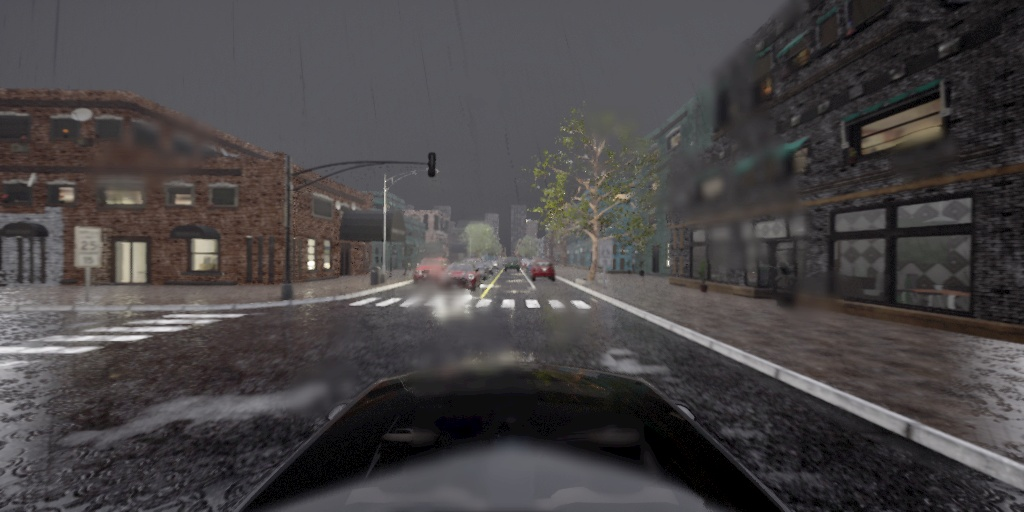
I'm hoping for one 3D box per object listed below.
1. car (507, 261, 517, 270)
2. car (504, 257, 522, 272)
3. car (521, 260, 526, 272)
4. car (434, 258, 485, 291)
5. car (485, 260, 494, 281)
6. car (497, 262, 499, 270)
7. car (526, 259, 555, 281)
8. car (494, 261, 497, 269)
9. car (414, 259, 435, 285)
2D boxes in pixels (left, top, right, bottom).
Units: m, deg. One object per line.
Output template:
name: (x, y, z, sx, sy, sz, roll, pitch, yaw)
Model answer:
car: (-0.003, 1.576, 62.432, 1.812, 1.442, 4.674, 1, 0, 0)
car: (0.003, 1.218, 52.048, 2.150, 2.045, 5.566, 1, 0, 0)
car: (2.685, 1.564, 48.618, 2.007, 1.370, 4.403, 0, 0, 0)
car: (-3.087, 1.153, 22.082, 2.097, 1.767, 4.553, 1, 0, 0)
car: (-3.090, 1.345, 32.236, 2.128, 1.511, 4.902, 1, 0, 0)
car: (-3.002, 1.533, 57.725, 2.033, 1.411, 5.357, 1, 0, 0)
car: (2.689, 1.242, 31.986, 2.192, 1.841, 5.009, 0, 0, 0)
car: (-3.089, 1.412, 42.614, 1.837, 1.490, 4.892, 1, 0, 0)
car: (-5.690, 1.104, 26.441, 2.192, 1.841, 5.009, 0, 0, 0)
